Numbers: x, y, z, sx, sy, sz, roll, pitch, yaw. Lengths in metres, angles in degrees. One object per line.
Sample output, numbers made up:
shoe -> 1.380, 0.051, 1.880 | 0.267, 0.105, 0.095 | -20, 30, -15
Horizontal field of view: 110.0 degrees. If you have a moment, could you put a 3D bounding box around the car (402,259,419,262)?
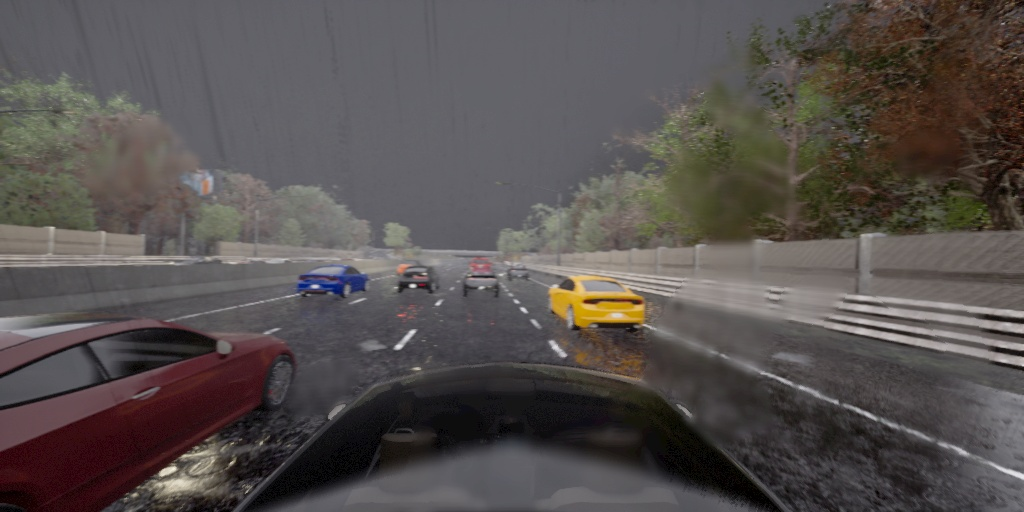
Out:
car -> -10.271, 1.171, 36.803 | 2.097, 1.767, 4.553 | 2, -1, -5

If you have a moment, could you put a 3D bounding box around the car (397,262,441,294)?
car -> -5.298, 1.299, 20.800 | 1.837, 1.490, 4.892 | 2, -1, -5

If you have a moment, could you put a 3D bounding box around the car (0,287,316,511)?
car -> -3.662, 1.192, 2.909 | 1.812, 1.442, 4.674 | 2, -1, -5

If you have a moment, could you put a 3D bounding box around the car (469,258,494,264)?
car -> -3.381, 1.235, 38.329 | 2.150, 2.045, 5.566 | 2, -1, -5

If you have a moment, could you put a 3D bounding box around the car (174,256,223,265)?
car -> -31.482, 0.755, 36.089 | 2.128, 1.511, 4.902 | 2, -1, -5

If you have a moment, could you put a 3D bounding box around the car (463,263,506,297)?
car -> -1.701, 1.370, 19.888 | 2.128, 1.511, 4.902 | 2, -1, -5

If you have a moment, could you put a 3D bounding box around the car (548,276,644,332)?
car -> 2.466, 1.385, 11.640 | 1.882, 1.535, 5.008 | 2, -1, -5

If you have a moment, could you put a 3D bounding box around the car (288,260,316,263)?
car -> -21.095, 1.112, 37.711 | 1.994, 1.385, 4.181 | 2, -1, -5

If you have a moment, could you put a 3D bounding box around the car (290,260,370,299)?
car -> -8.513, 1.157, 17.575 | 1.882, 1.535, 5.008 | 2, -1, -5

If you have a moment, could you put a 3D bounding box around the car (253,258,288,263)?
car -> -24.615, 0.984, 37.812 | 1.812, 1.442, 4.674 | 2, -1, -5

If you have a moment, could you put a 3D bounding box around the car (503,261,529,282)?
car -> 0.455, 1.559, 33.631 | 2.128, 1.511, 4.902 | 2, -1, -5

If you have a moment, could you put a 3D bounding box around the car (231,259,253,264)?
car -> -28.244, 0.977, 39.074 | 1.895, 1.301, 4.718 | 2, -1, -5
